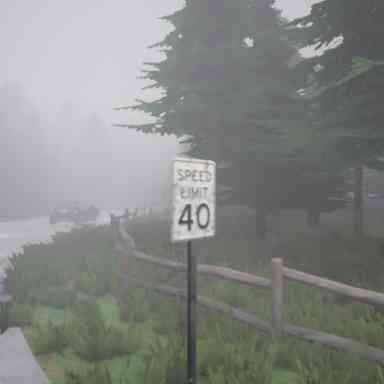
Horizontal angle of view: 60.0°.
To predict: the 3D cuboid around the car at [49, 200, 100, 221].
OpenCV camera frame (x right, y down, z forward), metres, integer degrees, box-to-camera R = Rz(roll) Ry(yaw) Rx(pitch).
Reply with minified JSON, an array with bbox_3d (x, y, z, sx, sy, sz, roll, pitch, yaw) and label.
[{"bbox_3d":[-8.360,1.366,24.115,2.097,1.767,4.553,0,0,4],"label":"car"}]
